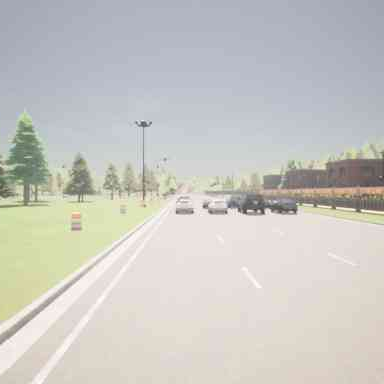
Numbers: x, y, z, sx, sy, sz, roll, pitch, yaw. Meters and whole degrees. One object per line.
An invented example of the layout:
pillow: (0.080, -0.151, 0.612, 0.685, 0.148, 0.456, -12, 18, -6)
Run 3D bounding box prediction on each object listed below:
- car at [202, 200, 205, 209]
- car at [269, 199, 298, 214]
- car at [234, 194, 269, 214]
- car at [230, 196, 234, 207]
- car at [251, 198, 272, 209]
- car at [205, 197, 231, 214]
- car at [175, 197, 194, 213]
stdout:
car: (2.432, 1.601, 45.794, 1.895, 1.301, 4.718, 0, 0, -1)
car: (9.725, 1.491, 35.433, 2.128, 1.511, 4.902, 0, 0, -1)
car: (6.224, 1.220, 35.359, 2.150, 2.045, 5.566, 0, 0, -1)
car: (5.929, 1.352, 46.304, 2.097, 1.767, 4.553, 0, 0, -1)
car: (9.441, 1.564, 45.422, 1.994, 1.385, 4.181, 0, 0, -1)
car: (2.724, 1.525, 35.685, 1.812, 1.442, 4.674, 0, 0, -1)
car: (-0.791, 1.526, 36.261, 1.812, 1.442, 4.674, 0, 0, -1)
